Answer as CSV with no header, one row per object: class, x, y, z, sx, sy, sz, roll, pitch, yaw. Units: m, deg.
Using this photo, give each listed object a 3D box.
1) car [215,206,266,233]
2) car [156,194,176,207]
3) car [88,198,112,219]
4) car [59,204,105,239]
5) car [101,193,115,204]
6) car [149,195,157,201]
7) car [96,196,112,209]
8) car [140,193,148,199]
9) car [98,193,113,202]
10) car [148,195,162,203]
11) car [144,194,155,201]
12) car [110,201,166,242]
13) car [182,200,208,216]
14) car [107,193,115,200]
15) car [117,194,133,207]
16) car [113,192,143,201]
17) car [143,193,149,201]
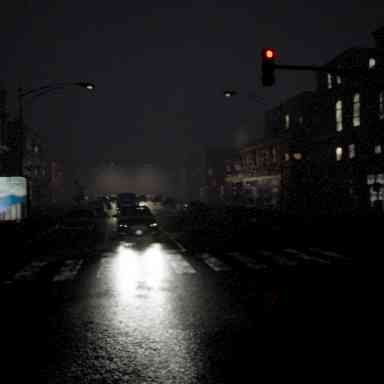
car,2.639,1.421,18.575,1.947,1.339,4.313,0,0,-12
car,-3.323,1.286,45.532,2.008,1.369,4.403,0,0,-12
car,-7.931,1.436,27.561,2.008,1.369,4.403,0,0,-12
car,-5.546,1.516,16.778,1.802,1.307,4.206,0,0,-12
car,-15.087,1.060,59.911,2.192,1.841,5.009,0,0,-12
car,-5.708,1.129,56.314,1.967,1.590,4.097,0,0,-12
car,-11.472,1.340,43.570,1.752,1.417,4.829,0,0,-12
car,-12.862,0.997,88.663,1.967,1.590,4.097,0,0,-12
car,-10.316,1.278,38.344,1.967,1.590,4.097,0,0,-12
car,-6.900,1.216,61.707,2.008,1.369,4.403,0,0,-12
car,-9.285,1.203,72.490,1.802,1.307,4.206,0,0,-12
car,-2.757,1.406,16.274,2.128,1.511,4.902,-1,0,-13
car,0.255,1.388,29.357,1.802,1.307,4.206,0,0,-12
car,-19.856,1.097,81.478,1.967,1.590,4.097,0,0,-12
car,-9.484,1.130,46.796,2.097,1.767,4.553,-1,0,-12
car,-6.322,1.066,32.506,2.150,2.045,5.566,-1,0,-12
car,-9.273,1.171,60.415,1.882,1.535,5.008,-1,0,-12
